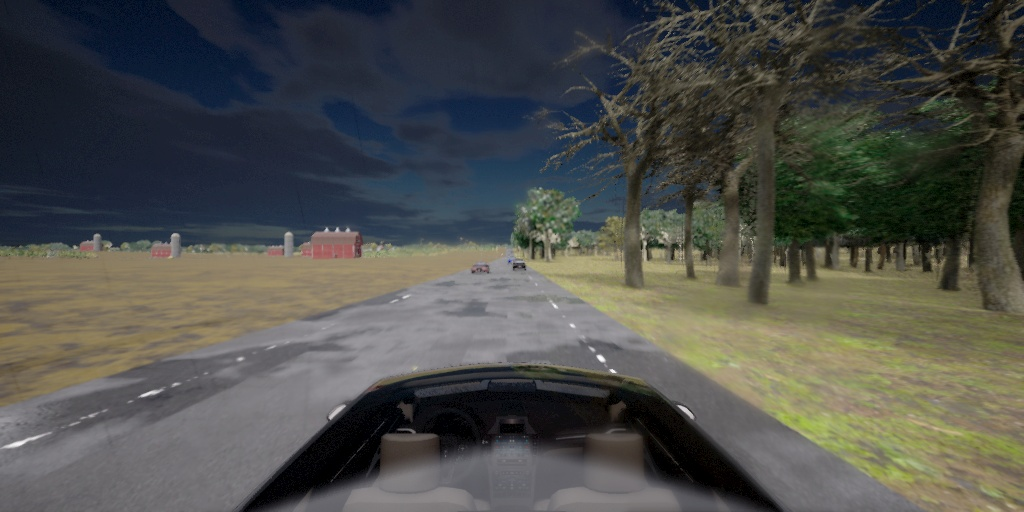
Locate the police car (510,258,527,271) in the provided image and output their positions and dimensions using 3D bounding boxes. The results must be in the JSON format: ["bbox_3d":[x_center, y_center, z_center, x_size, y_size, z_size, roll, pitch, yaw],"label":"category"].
[{"bbox_3d":[1.033,1.211,50.184,1.930,1.638,5.238,0,0,0],"label":"police car"}]

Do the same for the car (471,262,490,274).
[{"bbox_3d":[-3.572,1.352,41.344,1.994,1.385,4.181,0,0,0],"label":"car"}]
